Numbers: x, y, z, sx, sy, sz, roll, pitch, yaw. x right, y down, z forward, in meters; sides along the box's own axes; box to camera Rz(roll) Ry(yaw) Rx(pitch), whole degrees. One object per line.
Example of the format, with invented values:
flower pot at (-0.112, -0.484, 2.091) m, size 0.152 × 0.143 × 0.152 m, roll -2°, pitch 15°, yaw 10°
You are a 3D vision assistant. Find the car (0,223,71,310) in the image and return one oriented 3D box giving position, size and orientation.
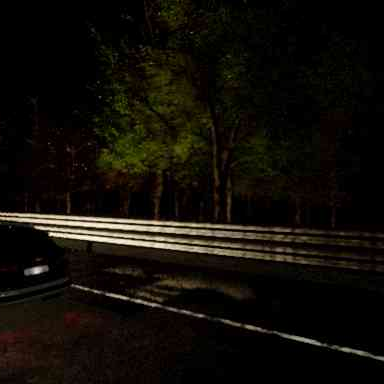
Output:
car at (-4.676, 1.510, 7.298) m, size 4.856 × 1.649 × 2.033 m, roll -1°, pitch 0°, yaw 34°
